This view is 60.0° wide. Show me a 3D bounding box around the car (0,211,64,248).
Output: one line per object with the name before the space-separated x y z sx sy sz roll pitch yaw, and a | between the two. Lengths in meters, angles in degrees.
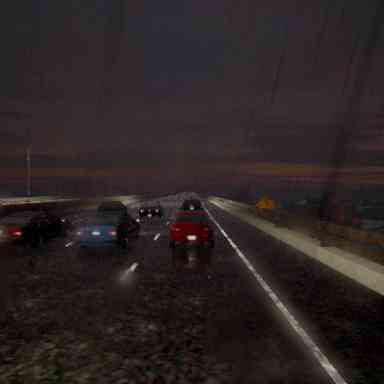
car | -7.000 1.561 14.650 2.033 1.411 5.357 0 0 0

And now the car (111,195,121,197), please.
car | -17.500 1.382 76.707 1.837 1.490 4.892 0 0 0

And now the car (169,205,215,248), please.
car | 0.000 1.530 14.650 1.812 1.442 4.674 0 0 0

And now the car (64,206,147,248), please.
car | -3.500 1.561 14.649 2.033 1.411 5.357 0 0 0

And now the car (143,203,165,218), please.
car | -3.500 1.606 29.681 1.895 1.301 4.718 0 0 0

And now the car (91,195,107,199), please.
car | -21.000 1.360 76.708 1.882 1.535 5.008 0 0 0

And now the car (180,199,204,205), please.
car | 0.000 1.356 29.621 2.097 1.767 4.553 0 0 0

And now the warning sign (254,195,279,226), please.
warning sign | 4.559 1.109 20.390 1.300 1.860 1.060 1 1 0

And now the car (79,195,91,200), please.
car | -24.500 1.435 76.708 1.994 1.385 4.181 0 0 0

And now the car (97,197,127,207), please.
car | -7.000 1.475 29.651 1.882 1.535 5.008 0 0 0
